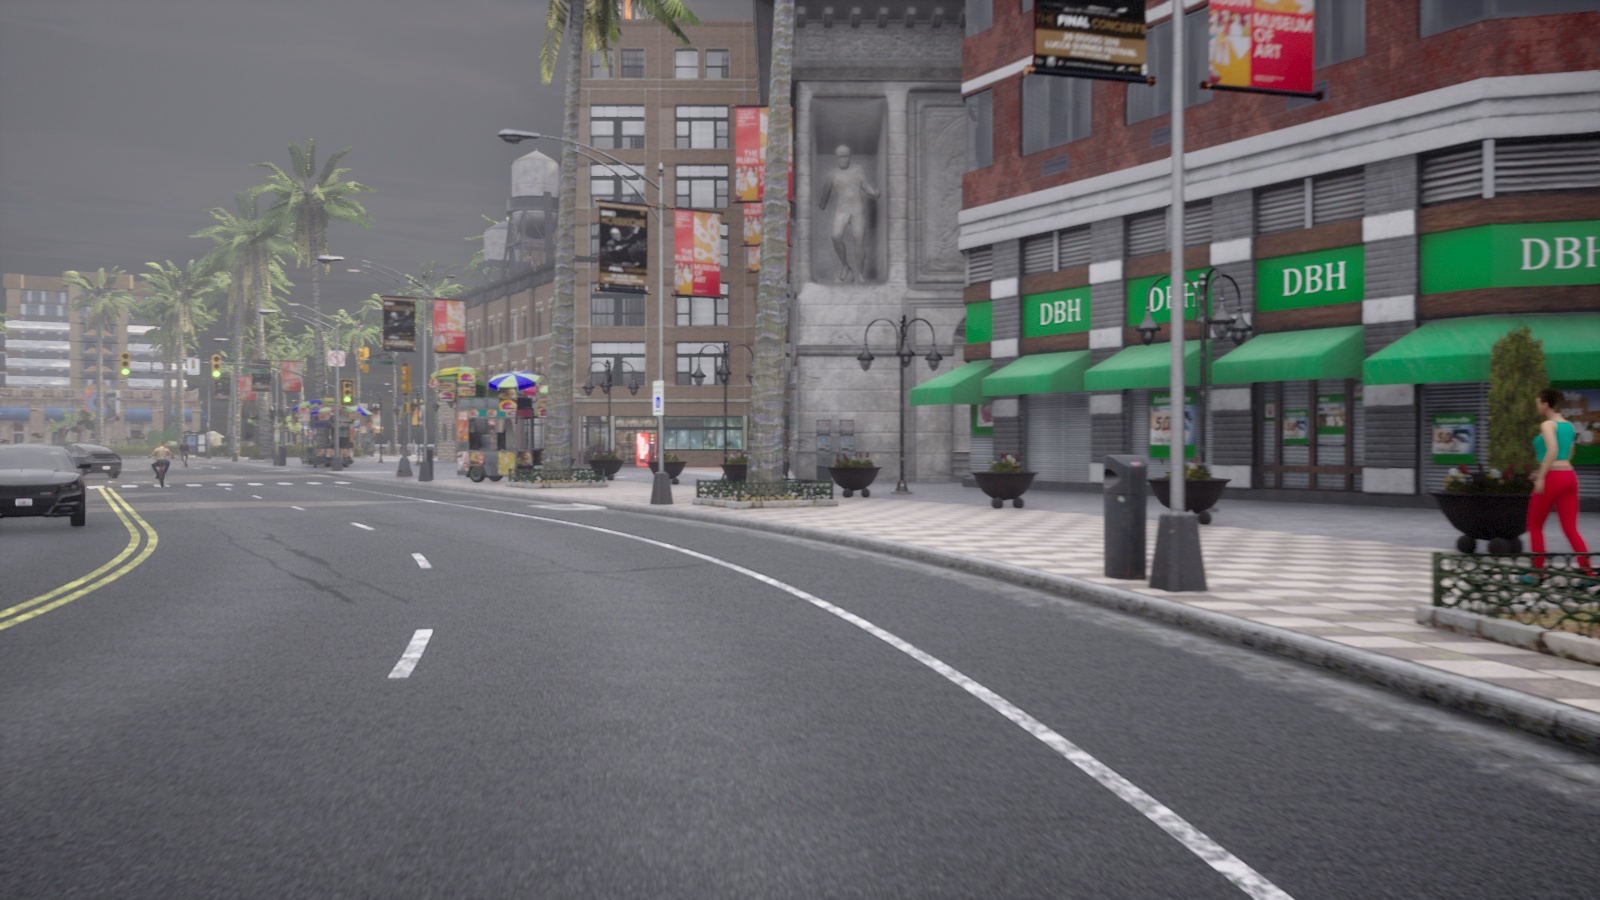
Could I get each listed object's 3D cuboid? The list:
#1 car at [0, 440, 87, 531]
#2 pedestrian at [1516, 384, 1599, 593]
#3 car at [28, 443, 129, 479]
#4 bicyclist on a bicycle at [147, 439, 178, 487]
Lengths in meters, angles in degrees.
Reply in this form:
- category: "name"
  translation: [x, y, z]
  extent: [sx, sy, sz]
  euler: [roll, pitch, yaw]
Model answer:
- category: "car"
  translation: [-14.475, 0.592, 23.541]
  extent: [1.882, 1.535, 5.008]
  euler: [0, 0, -30]
- category: "pedestrian"
  translation: [6.875, 0.339, 11.367]
  extent: [0.345, 1.836, 0.594]
  euler: [0, 0, -20]
- category: "car"
  translation: [-31.337, 0.446, 54.511]
  extent: [4.892, 1.490, 1.837]
  euler: [0, 0, 34]
- category: "bicyclist on a bicycle"
  translation: [-22.209, 0.438, 43.754]
  extent: [0.866, 1.612, 1.509]
  euler: [0, 0, -30]
